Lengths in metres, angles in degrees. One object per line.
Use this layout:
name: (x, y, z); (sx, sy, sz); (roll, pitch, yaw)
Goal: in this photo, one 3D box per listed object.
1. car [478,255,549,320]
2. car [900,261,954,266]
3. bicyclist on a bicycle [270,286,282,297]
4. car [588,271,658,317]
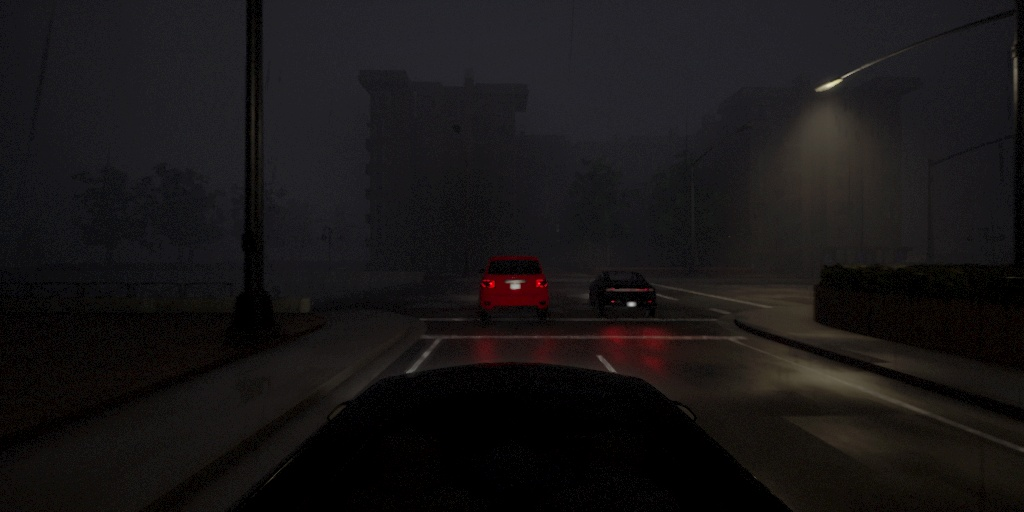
car: (-0.045, 1.031, 13.001); (2.150, 2.045, 5.566); (0, -1, -3)
car: (25.976, 1.165, 23.030); (4.553, 1.767, 2.097); (0, 0, 1)
bicyclist on a bicycle: (-20.161, 3.385, 30.686); (0.582, 1.620, 1.656); (-8, 0, 2)
car: (3.959, 1.292, 13.329); (2.128, 1.511, 4.902); (0, -1, 8)
